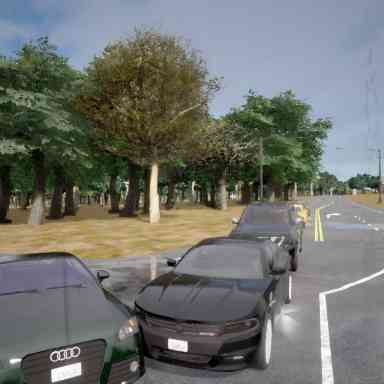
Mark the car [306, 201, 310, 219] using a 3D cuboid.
[{"bbox_3d":[7.249,1.663,24.035,1.882,1.535,5.008,-1,0,21],"label":"car"}]

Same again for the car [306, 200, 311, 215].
[{"bbox_3d":[9.311,1.723,29.538,1.812,1.442,4.674,-1,0,21],"label":"car"}]

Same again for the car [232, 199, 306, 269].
[{"bbox_3d":[2.867,1.459,12.380,2.150,2.045,5.566,-2,0,21],"label":"car"}]

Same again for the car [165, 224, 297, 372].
[{"bbox_3d":[0.743,1.613,6.240,1.882,1.535,5.008,-1,-2,21],"label":"car"}]

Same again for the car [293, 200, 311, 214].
[{"bbox_3d":[13.340,1.746,40.121,1.812,1.442,4.674,-1,0,21],"label":"car"}]

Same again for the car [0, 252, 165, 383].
[{"bbox_3d":[-2.303,1.643,4.944,1.994,1.385,4.181,1,-2,-33],"label":"car"}]
